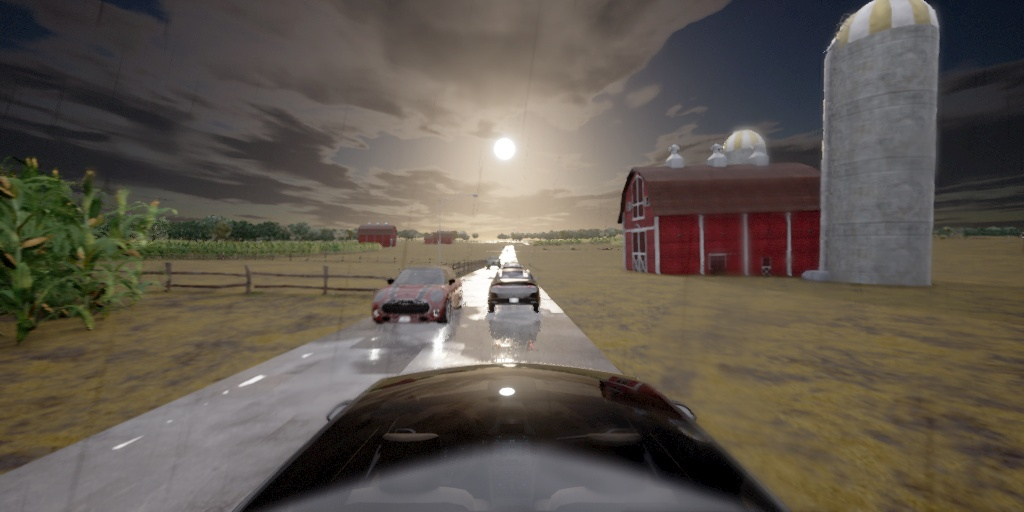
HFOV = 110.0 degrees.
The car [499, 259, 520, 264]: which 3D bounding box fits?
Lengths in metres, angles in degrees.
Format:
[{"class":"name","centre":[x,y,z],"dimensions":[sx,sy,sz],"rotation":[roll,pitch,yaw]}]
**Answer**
[{"class":"car","centre":[0.021,1.257,32.665],"dimensions":[1.882,1.535,5.008],"rotation":[0,0,0]}]

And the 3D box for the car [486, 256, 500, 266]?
[{"class":"car","centre":[-2.890,1.034,58.146],"dimensions":[2.150,2.045,5.566],"rotation":[0,0,0]}]

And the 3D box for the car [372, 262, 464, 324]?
[{"class":"car","centre":[-2.877,1.105,11.863],"dimensions":[2.097,1.767,4.553],"rotation":[0,0,0]}]

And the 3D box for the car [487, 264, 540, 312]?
[{"class":"car","centre":[0.065,1.252,14.289],"dimensions":[2.128,1.511,4.902],"rotation":[0,0,0]}]
